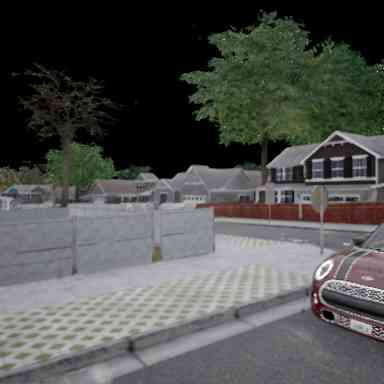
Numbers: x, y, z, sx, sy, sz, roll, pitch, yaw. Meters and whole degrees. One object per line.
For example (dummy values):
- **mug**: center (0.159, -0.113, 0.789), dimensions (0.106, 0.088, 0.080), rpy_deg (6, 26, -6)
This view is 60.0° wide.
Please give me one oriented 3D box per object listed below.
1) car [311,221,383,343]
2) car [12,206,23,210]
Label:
- **car**: center (4.163, 1.243, 5.919), dimensions (4.553, 1.767, 2.097), rpy_deg (-1, 1, -36)
- **car**: center (-40.088, 3.761, 74.868), dimensions (5.357, 1.411, 2.033), rpy_deg (-3, -2, 40)
